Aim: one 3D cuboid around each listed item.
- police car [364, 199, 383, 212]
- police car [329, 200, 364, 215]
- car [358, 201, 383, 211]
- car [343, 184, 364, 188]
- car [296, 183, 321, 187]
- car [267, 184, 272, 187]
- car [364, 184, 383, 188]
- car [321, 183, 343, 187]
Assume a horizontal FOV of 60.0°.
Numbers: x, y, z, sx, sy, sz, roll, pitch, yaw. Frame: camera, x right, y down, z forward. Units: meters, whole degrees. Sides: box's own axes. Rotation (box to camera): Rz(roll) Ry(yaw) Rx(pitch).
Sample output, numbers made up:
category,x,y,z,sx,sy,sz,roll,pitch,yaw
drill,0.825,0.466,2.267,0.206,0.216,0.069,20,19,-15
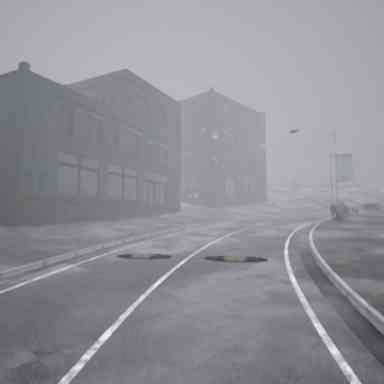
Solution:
category,x,y,z,sx,sy,sz,roll,pitch,yaw
police car,25.006,1.775,44.754,5.238,1.638,1.930,0,-4,-35
police car,17.712,1.759,38.595,5.238,1.638,1.930,0,-4,-45
car,28.803,2.241,52.337,5.357,1.411,2.033,0,-5,-28
car,38.615,-1.236,81.248,4.674,1.452,2.002,1,-5,-6
car,27.596,-1.369,80.213,4.892,1.521,2.231,0,-5,-5
car,16.693,-1.534,79.314,4.553,1.767,2.185,0,-5,-5
car,44.120,-1.199,81.940,5.008,1.535,2.097,1,-5,-7
car,33.096,-1.336,80.681,4.892,1.521,2.231,0,-5,-5
